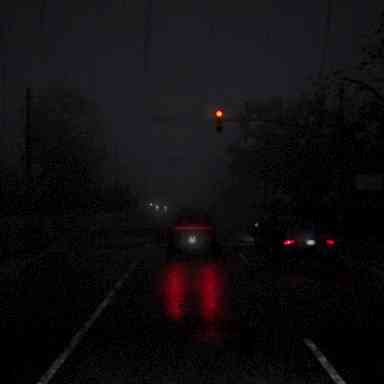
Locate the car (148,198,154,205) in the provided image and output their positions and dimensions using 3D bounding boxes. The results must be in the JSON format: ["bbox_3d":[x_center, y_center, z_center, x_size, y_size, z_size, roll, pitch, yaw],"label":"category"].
[{"bbox_3d":[-8.962,2.155,76.116,1.994,1.385,4.181,0,-1,-16],"label":"car"}]

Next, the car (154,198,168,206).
[{"bbox_3d":[-5.599,1.800,60.897,1.812,1.442,4.674,0,-1,-8],"label":"car"}]

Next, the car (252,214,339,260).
[{"bbox_3d":[3.516,1.535,12.304,2.033,1.411,5.357,0,0,1],"label":"car"}]

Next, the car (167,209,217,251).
[{"bbox_3d":[0.030,1.476,13.982,2.128,1.511,4.902,0,0,0],"label":"car"}]
